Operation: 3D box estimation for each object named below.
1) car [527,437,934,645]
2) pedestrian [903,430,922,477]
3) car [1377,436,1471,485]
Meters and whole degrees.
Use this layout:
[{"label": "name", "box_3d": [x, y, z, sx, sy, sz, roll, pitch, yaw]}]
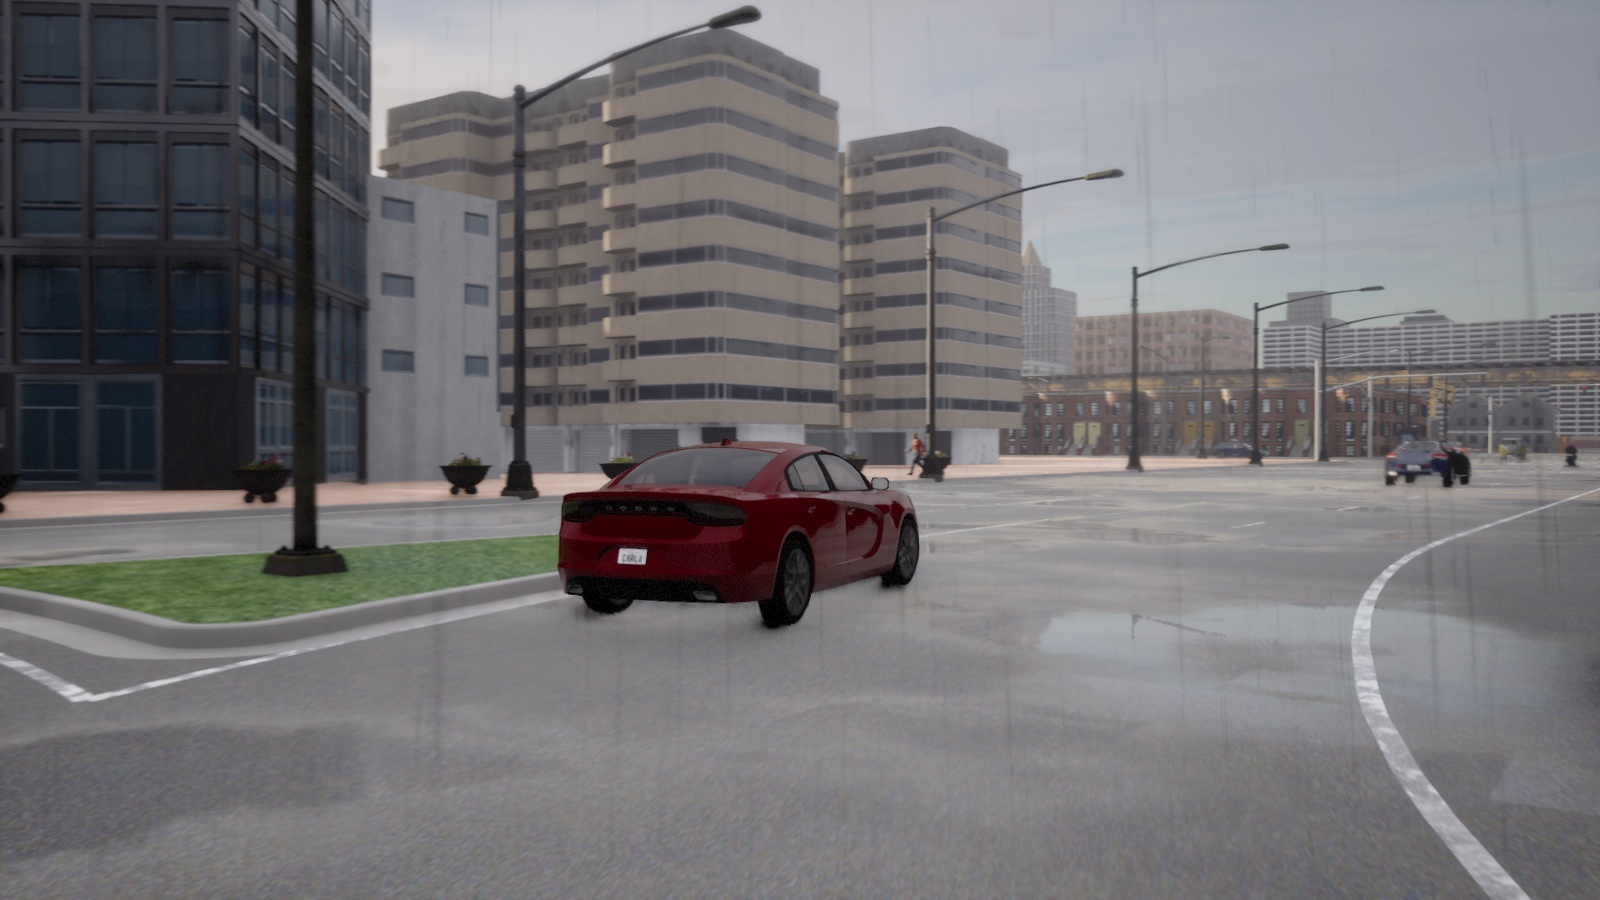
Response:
[{"label": "car", "box_3d": [-0.345, 0.656, 11.939, 1.882, 1.535, 5.008, 0, 0, 22]}, {"label": "pedestrian", "box_3d": [4.468, 0.130, 49.814, 0.636, 1.846, 0.331, 0, 0, -21]}, {"label": "car", "box_3d": [22.385, 0.324, 44.934, 2.152, 1.651, 5.027, 0, 0, 37]}]
